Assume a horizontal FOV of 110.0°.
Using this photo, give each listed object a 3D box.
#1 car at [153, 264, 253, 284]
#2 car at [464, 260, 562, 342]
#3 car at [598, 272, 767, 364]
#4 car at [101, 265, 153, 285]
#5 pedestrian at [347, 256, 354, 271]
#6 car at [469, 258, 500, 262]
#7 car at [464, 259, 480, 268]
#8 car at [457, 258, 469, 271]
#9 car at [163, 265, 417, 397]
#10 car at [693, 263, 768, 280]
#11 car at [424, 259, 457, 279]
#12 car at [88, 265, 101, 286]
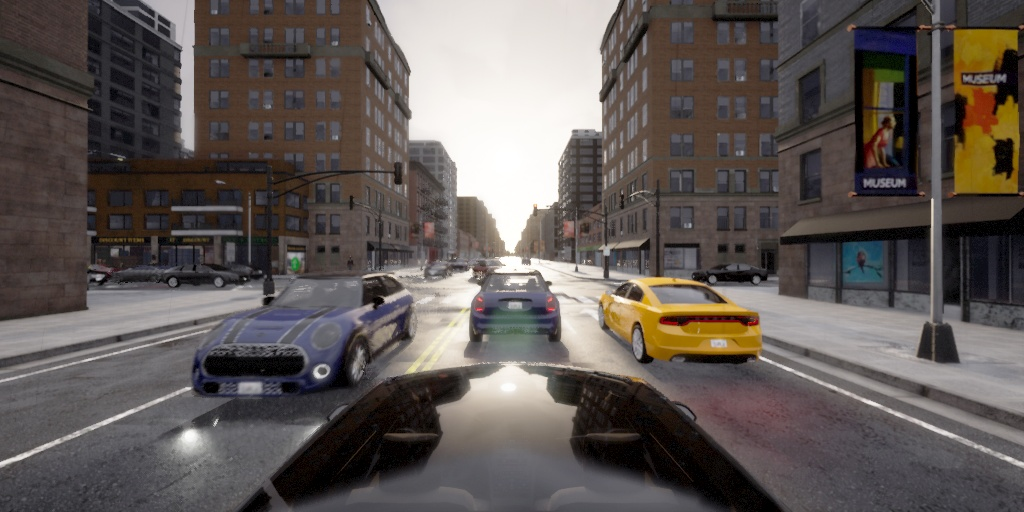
[{"bbox_3d":[-19.613,1.238,23.110,4.892,1.490,1.837,0,0,0],"label":"car"},{"bbox_3d":[0.079,1.098,9.934,2.097,1.767,4.553,0,0,0],"label":"car"},{"bbox_3d":[3.317,1.225,8.133,1.882,1.535,5.008,0,0,1],"label":"car"},{"bbox_3d":[-26.487,1.305,26.078,4.181,1.385,1.994,0,0,0],"label":"car"},{"bbox_3d":[-14.182,0.905,31.452,0.375,1.860,0.375,0,0,0],"label":"pedestrian"},{"bbox_3d":[-1.743,1.093,29.829,2.097,1.767,4.553,0,0,-23],"label":"car"},{"bbox_3d":[-6.660,1.206,60.750,2.128,1.511,4.902,0,0,0],"label":"car"},{"bbox_3d":[-6.659,1.077,46.323,2.097,1.767,4.553,0,0,0],"label":"car"},{"bbox_3d":[-3.357,1.099,6.838,2.097,1.767,4.553,0,0,0],"label":"car"},{"bbox_3d":[15.849,1.256,26.282,5.008,1.535,1.882,0,0,1],"label":"car"},{"bbox_3d":[-6.644,1.233,32.567,2.128,1.511,4.902,0,0,0],"label":"car"},{"bbox_3d":[-29.101,1.222,23.146,4.902,1.511,2.128,0,0,0],"label":"car"}]
